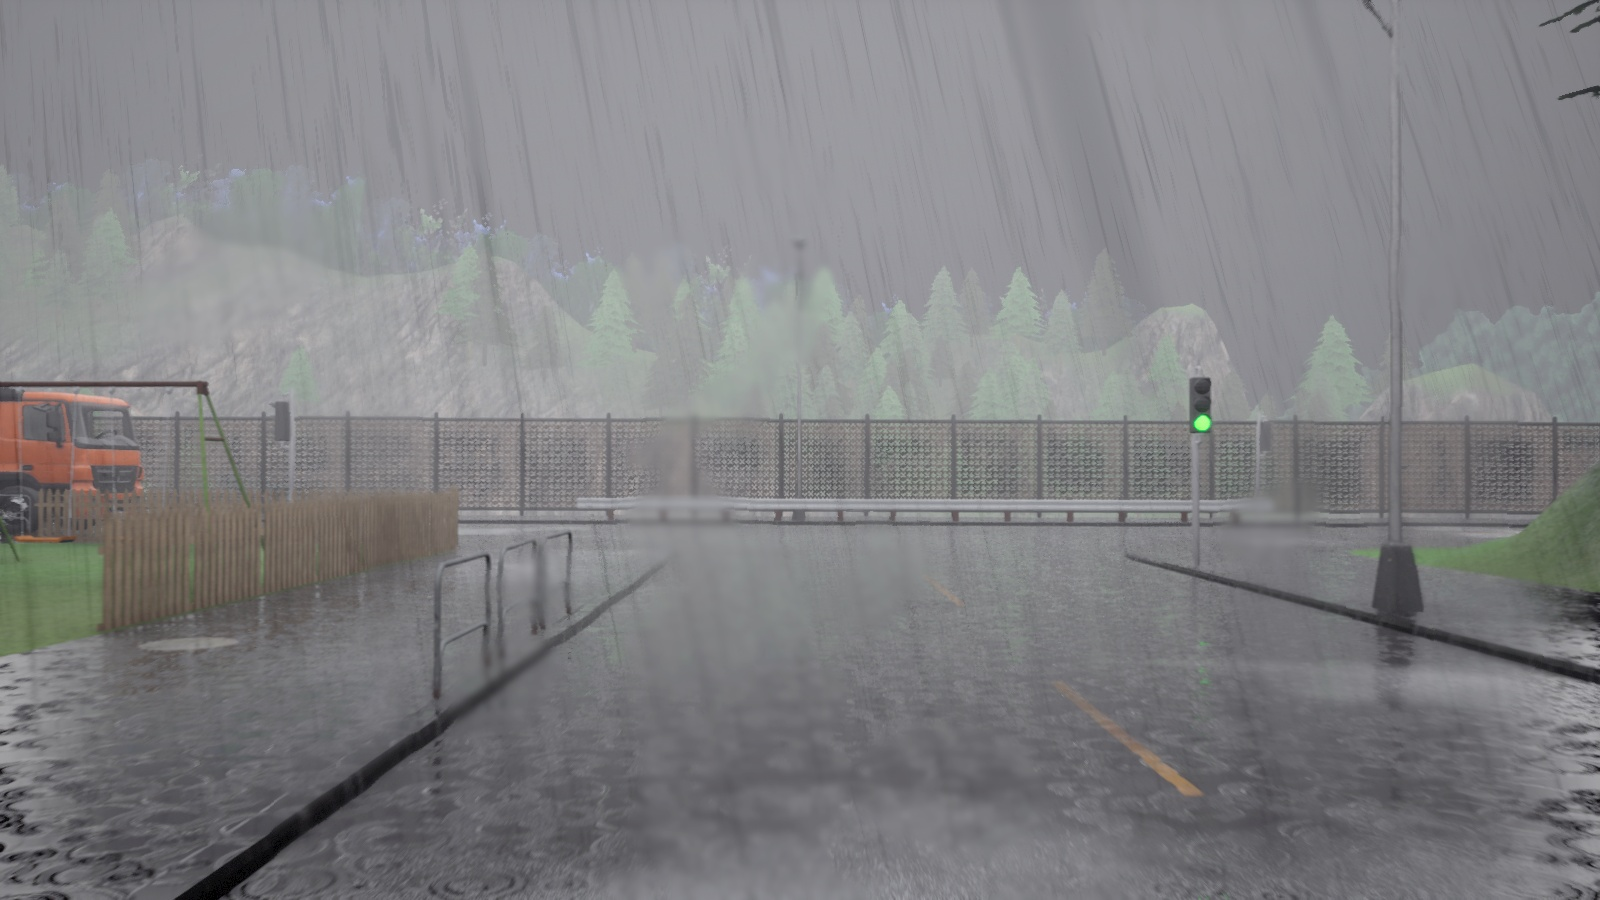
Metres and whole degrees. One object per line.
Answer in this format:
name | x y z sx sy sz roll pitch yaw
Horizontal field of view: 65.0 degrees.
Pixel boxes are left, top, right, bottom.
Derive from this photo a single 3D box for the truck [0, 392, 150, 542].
truck | -20.461 0.424 30.410 7.936 3.462 2.891 0 -1 0
